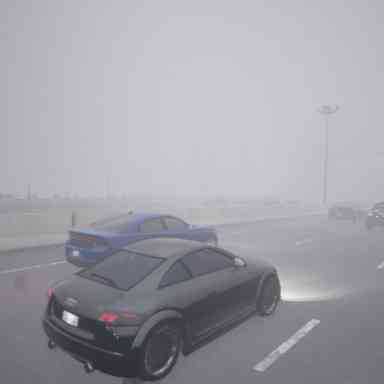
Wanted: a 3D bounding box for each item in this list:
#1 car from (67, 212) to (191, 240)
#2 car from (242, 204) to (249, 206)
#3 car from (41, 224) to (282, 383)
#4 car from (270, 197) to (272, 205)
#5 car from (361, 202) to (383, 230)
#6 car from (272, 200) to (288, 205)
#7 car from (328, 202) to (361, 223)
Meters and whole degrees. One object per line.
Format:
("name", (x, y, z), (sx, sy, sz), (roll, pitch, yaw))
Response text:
("car", (-1.170, 1.314, 9.764), (1.882, 1.535, 5.008), (2, 1, 40))
("car", (9.269, 1.489, 50.142), (2.033, 1.411, 5.357), (2, 0, 40))
("car", (-0.166, 1.476, 5.485), (1.994, 1.385, 4.181), (2, 1, 40))
("car", (10.713, 1.481, 46.422), (2.128, 1.511, 4.902), (2, 0, 40))
("car", (12.391, 1.434, 20.707), (2.097, 1.767, 4.553), (2, 0, 39))
("car", (12.723, 1.655, 43.376), (1.895, 1.301, 4.718), (2, 0, 40))
("car", (12.294, 1.540, 26.097), (1.882, 1.535, 5.008), (2, 0, 40))
